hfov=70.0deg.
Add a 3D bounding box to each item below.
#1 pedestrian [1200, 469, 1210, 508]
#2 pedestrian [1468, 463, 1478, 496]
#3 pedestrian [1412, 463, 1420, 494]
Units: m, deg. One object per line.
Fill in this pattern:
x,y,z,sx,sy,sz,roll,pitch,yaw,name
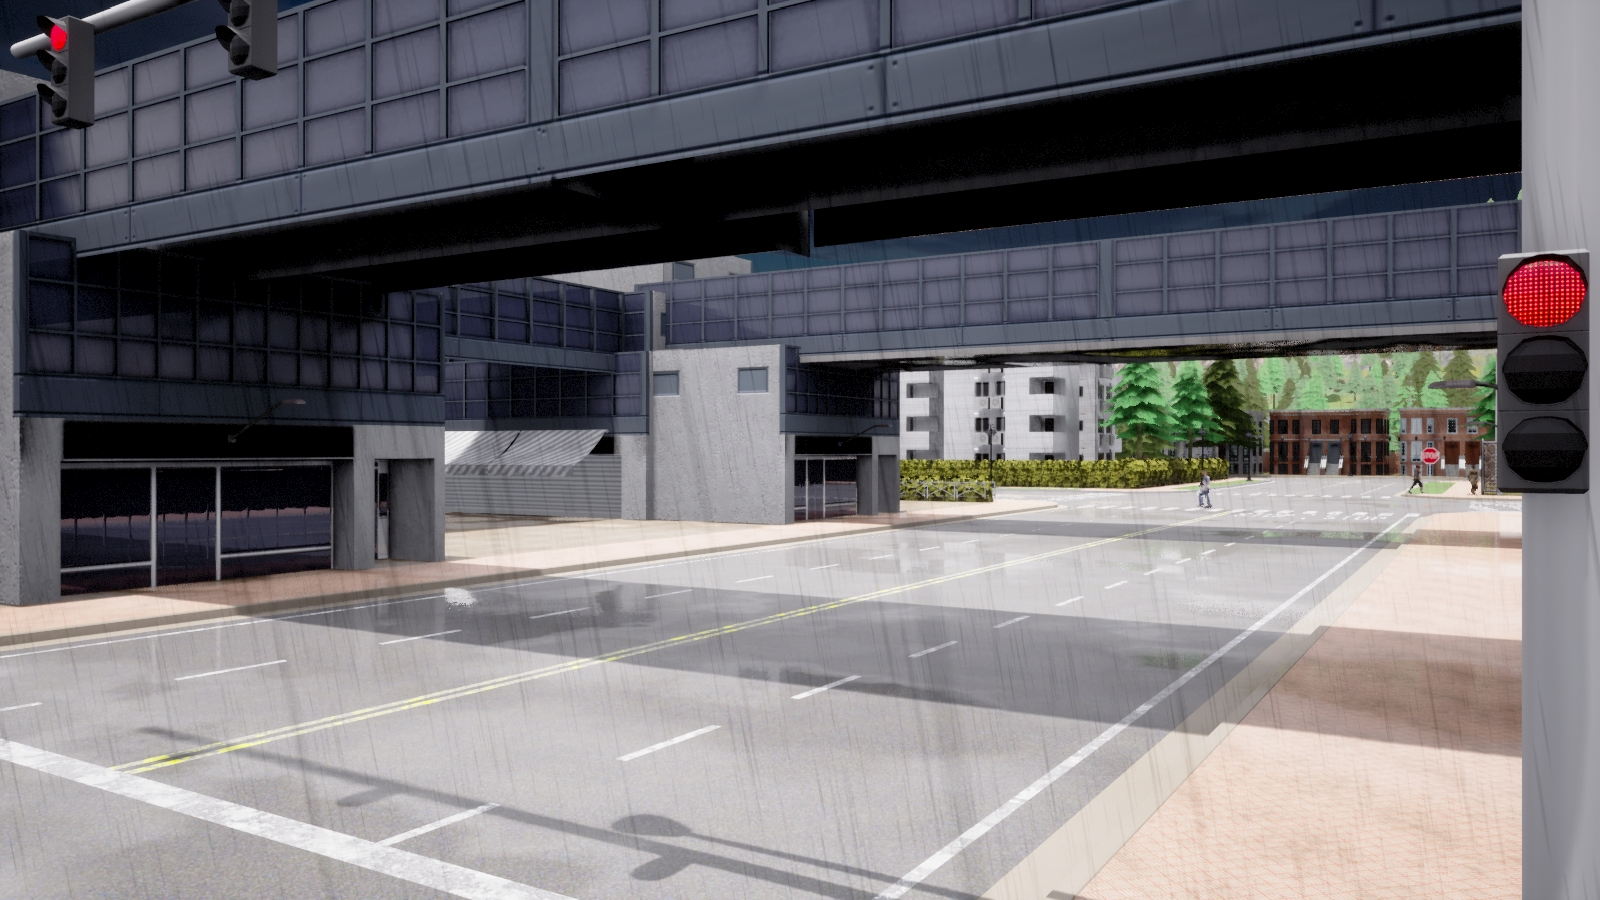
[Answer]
19.342,1.848,54.601,0.375,1.860,0.375,0,0,31,pedestrian
38.947,1.699,66.156,0.375,1.860,0.375,0,0,4,pedestrian
36.349,1.682,67.383,0.375,1.860,0.375,0,0,38,pedestrian
